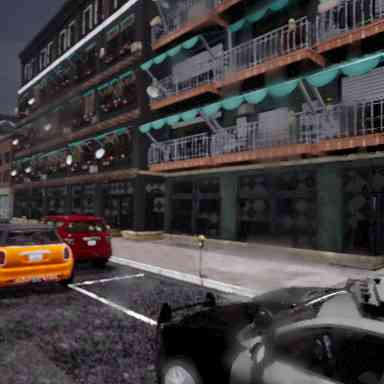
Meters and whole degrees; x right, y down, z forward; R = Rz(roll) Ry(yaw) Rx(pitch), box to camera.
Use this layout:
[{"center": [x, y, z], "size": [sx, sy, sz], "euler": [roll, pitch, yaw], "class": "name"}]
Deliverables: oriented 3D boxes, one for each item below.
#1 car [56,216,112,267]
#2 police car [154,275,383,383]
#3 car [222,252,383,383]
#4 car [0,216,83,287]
[{"center": [-4.949, 1.815, 12.760], "size": [2.192, 1.841, 5.009], "euler": [4, -4, -43], "class": "car"}, {"center": [1.595, 1.606, 2.920], "size": [1.930, 1.638, 5.238], "euler": [3, -3, -43], "class": "police car"}, {"center": [2.738, 1.829, 4.511], "size": [2.008, 1.369, 4.403], "euler": [4, -4, -43], "class": "car"}, {"center": [-5.281, 1.725, 10.072], "size": [2.097, 1.767, 4.553], "euler": [3, -4, -39], "class": "car"}]
